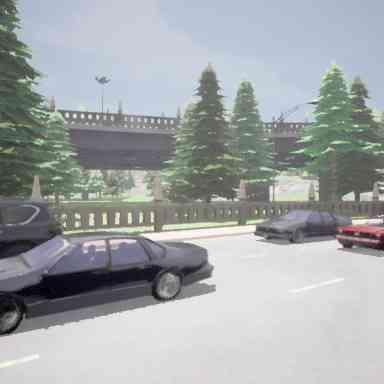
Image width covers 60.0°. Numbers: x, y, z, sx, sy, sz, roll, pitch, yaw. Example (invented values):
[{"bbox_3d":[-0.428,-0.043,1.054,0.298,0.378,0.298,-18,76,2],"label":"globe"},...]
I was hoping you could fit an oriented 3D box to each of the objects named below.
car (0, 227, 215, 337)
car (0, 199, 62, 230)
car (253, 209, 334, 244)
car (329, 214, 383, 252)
[{"bbox_3d":[-2.079,1.547,6.783,5.357,1.411,2.033,0,0,-34],"label":"car"},{"bbox_3d":[-6.125,1.221,8.276,5.566,2.045,2.150,0,0,-34],"label":"car"},{"bbox_3d":[5.476,1.547,15.854,5.357,1.411,2.033,0,0,-31],"label":"car"},{"bbox_3d":[7.883,1.601,13.191,4.718,1.301,1.895,0,0,-31],"label":"car"}]
